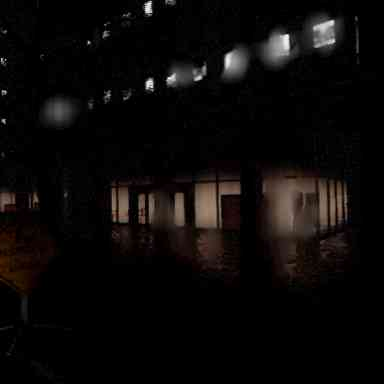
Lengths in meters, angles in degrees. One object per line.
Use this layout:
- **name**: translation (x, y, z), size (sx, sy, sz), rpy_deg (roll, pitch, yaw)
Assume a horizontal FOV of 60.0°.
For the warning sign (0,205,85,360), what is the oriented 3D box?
- **warning sign**: translation (-2.485, 1.152, 4.902), size (1.060, 1.860, 1.300), rpy_deg (-2, 0, 37)
